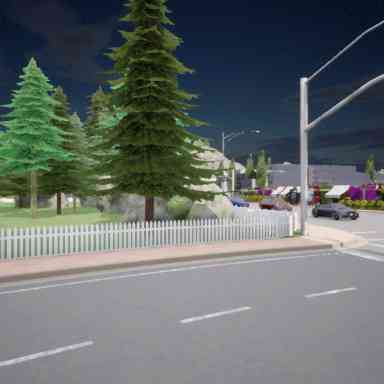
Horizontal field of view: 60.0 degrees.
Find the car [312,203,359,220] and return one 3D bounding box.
[{"bbox_3d":[12.156,1.619,28.441,1.994,1.385,4.181,0,0,-16],"label":"car"}]

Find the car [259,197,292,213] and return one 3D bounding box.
[{"bbox_3d":[9.413,1.407,37.735,2.097,1.767,4.553,0,0,-16],"label":"car"}]

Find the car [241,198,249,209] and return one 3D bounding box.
[{"bbox_3d":[6.495,1.533,47.632,1.882,1.535,5.008,0,0,-17],"label":"car"}]
